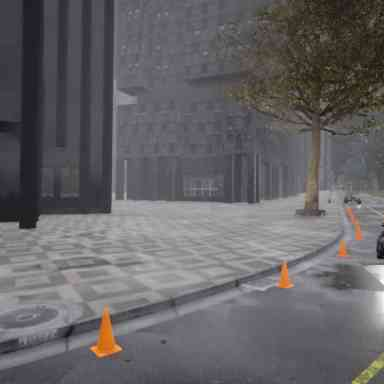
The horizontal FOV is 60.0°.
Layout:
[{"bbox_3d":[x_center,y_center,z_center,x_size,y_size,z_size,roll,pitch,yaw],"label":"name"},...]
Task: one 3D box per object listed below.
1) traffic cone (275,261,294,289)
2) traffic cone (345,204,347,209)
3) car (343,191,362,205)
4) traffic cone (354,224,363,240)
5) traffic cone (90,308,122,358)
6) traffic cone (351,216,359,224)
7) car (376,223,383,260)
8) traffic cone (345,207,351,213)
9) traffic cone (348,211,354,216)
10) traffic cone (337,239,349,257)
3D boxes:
[{"bbox_3d":[2.198,1.936,7.890,0.340,0.580,0.340,0,0,44],"label":"traffic cone"},{"bbox_3d":[15.671,1.762,33.407,0.340,0.580,0.340,0,1,23],"label":"traffic cone"},{"bbox_3d":[24.651,0.837,51.285,2.150,2.045,5.566,0,1,23],"label":"car"},{"bbox_3d":[7.717,1.898,15.369,0.340,0.580,0.340,0,0,29],"label":"traffic cone"},{"bbox_3d":[-1.222,1.952,4.730,0.340,0.580,0.340,0,0,-39],"label":"traffic cone"},{"bbox_3d":[9.758,1.872,19.621,0.340,0.580,0.340,0,1,23],"label":"traffic cone"},{"bbox_3d":[7.626,1.530,11.439,1.994,1.385,4.181,0,0,34],"label":"car"},{"bbox_3d":[13.701,1.806,28.811,0.340,0.580,0.340,0,1,23],"label":"traffic cone"},{"bbox_3d":[11.730,1.840,24.216,0.340,0.580,0.340,0,1,23],"label":"traffic cone"},{"bbox_3d":[5.194,1.918,11.455,0.340,0.580,0.340,0,0,36],"label":"traffic cone"}]
